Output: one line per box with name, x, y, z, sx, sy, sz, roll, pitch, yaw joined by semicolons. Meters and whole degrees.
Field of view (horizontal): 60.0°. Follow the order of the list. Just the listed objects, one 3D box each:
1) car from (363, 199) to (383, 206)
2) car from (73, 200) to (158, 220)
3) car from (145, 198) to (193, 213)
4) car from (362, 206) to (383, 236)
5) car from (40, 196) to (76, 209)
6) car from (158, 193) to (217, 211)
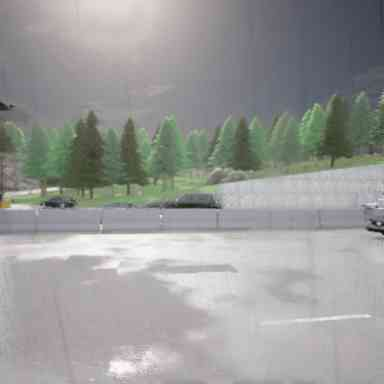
car;23.121;1.620;40.543;4.674;1.442;1.812;0;0;-11
car;-5.453;1.448;24.065;5.357;1.411;2.033;0;0;-11
car;-2.435;1.406;35.390;4.892;1.490;1.837;1;0;-11
car;11.484;1.601;16.573;5.357;1.411;2.033;0;0;-11
car;-16.441;1.279;40.972;4.892;1.490;1.837;1;0;19
car;-0.334;1.143;32.242;5.566;2.045;2.150;0;0;-11
